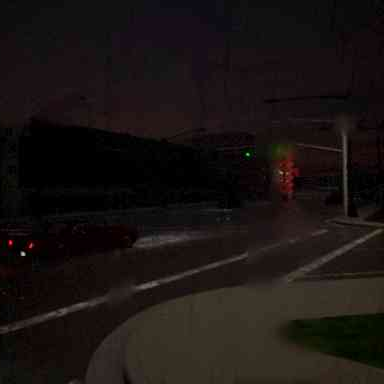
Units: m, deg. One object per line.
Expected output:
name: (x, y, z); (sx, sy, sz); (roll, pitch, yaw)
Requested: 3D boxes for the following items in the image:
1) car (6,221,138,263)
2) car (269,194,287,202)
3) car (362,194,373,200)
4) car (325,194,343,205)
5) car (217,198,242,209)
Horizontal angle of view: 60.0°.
car: (-4.292, 1.749, 12.795); (1.895, 1.301, 4.718); (-1, 0, 35)
car: (15.208, 1.033, 58.911); (2.128, 1.511, 4.902); (-1, 0, 35)
car: (39.927, 1.077, 75.719); (2.033, 1.411, 5.357); (-1, -2, 35)
car: (20.891, 1.051, 48.602); (2.033, 1.411, 5.357); (-1, 1, 35)
car: (5.124, 1.507, 44.591); (1.812, 1.442, 4.674); (-1, 1, 35)
